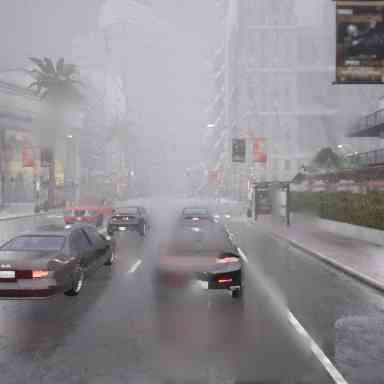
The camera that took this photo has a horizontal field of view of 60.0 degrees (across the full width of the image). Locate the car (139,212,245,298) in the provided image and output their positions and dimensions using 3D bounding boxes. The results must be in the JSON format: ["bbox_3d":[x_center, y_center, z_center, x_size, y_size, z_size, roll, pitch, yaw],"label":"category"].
[{"bbox_3d":[0.148,1.492,8.518,2.128,1.511,4.902,0,0,0],"label":"car"}]

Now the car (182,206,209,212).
[{"bbox_3d":[0.180,1.505,17.935,1.837,1.490,4.892,0,0,0],"label":"car"}]

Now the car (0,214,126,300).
[{"bbox_3d":[-3.359,1.547,8.571,2.033,1.411,5.357,0,0,0],"label":"car"}]

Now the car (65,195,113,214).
[{"bbox_3d":[-6.896,1.275,23.109,2.150,2.045,5.566,0,0,0],"label":"car"}]

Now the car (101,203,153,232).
[{"bbox_3d":[-3.316,1.505,18.315,1.837,1.490,4.892,0,0,0],"label":"car"}]
